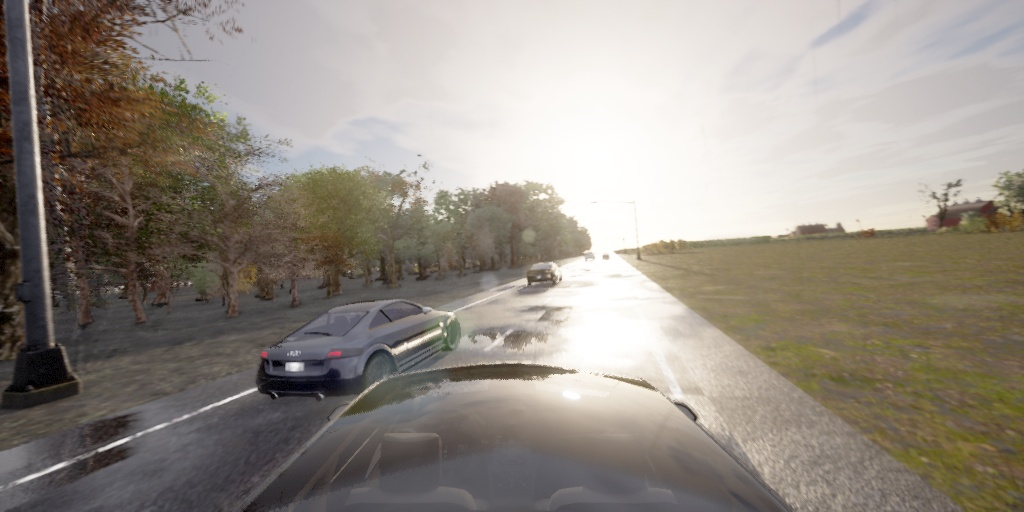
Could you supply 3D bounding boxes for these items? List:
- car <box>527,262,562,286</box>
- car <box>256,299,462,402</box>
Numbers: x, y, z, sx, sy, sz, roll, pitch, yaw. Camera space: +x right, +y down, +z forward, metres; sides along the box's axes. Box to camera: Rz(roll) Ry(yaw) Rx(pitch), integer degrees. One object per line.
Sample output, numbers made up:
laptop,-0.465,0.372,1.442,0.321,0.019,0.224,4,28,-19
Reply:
car,2.375,1.175,25.456,1.882,1.535,5.008,-5,0,15
car,-2.628,1.548,7.146,1.994,1.385,4.181,-5,0,15
